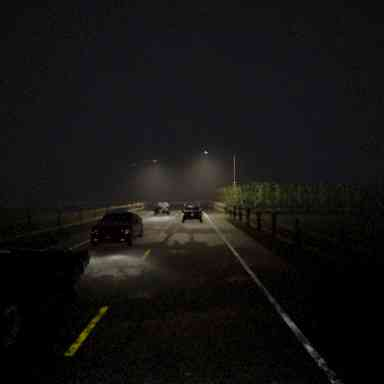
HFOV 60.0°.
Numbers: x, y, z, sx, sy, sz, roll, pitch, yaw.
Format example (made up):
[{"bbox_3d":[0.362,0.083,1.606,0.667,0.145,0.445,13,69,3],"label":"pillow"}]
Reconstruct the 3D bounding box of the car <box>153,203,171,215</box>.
[{"bbox_3d":[-3.612,2.073,41.010,2.128,1.511,4.902,0,-1,0],"label":"car"}]

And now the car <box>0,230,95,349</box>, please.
[{"bbox_3d":[-3.610,1.699,6.530,1.895,1.301,4.718,0,-1,0],"label":"car"}]

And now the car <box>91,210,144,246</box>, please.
[{"bbox_3d":[-3.627,1.716,16.827,1.882,1.535,5.008,0,-1,0],"label":"car"}]

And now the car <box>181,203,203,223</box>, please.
[{"bbox_3d":[0.022,1.964,30.174,2.033,1.411,5.357,0,-1,0],"label":"car"}]
